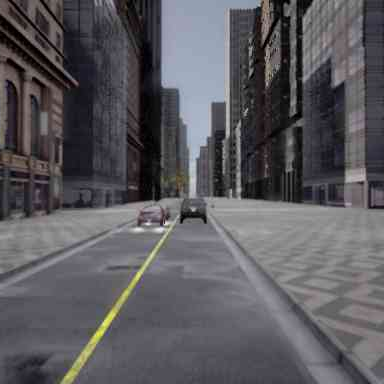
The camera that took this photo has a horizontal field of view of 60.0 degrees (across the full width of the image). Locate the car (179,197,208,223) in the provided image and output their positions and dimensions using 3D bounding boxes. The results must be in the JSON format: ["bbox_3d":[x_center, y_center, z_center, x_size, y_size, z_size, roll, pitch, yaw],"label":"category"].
[{"bbox_3d":[0.125,1.447,27.708,2.150,2.045,5.566,0,0,0],"label":"car"}]

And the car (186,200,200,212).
[{"bbox_3d":[0.177,1.878,44.851,1.812,1.442,4.674,0,0,0],"label":"car"}]

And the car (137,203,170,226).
[{"bbox_3d":[-2.944,1.725,25.263,1.812,1.442,4.674,0,-1,0],"label":"car"}]

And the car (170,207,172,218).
[{"bbox_3d":[-2.929,1.764,30.685,1.812,1.442,4.674,0,0,0],"label":"car"}]
